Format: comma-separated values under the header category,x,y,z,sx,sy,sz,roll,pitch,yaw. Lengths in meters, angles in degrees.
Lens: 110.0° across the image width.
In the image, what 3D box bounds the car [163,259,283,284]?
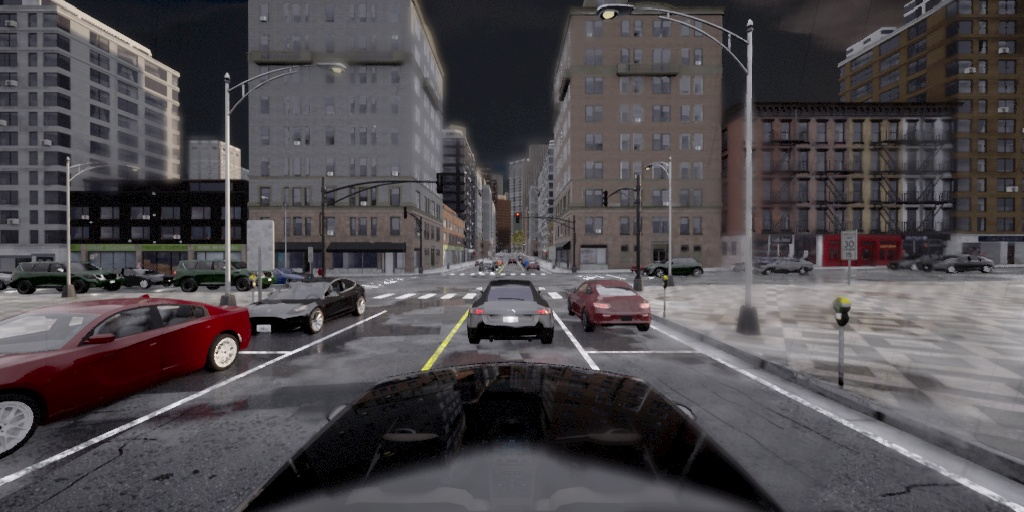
category,x,y,z,sx,sy,sz,roll,pitch,yaw
car,-18.434,1.222,23.115,5.566,2.045,2.150,-1,0,-2

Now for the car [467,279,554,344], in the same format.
category,x,y,z,sx,sy,sz,roll,pitch,yaw
car,-0.036,1.312,9.598,1.994,1.385,4.181,0,0,0

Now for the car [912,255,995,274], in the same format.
category,x,y,z,sx,sy,sz,roll,pitch,yaw
car,37.052,0.695,29.935,4.892,1.490,1.837,-1,0,0

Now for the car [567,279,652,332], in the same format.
category,x,y,z,sx,sy,sz,roll,pitch,yaw
car,2.717,1.329,10.596,1.802,1.307,4.207,0,0,0

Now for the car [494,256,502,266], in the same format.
category,x,y,z,sx,sy,sz,roll,pitch,yaw
car,-3.047,1.197,55.248,2.033,1.411,5.357,0,0,0

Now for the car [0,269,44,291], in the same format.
category,x,y,z,sx,sy,sz,roll,pitch,yaw
car,-37.950,1.751,26.363,4.674,1.442,1.812,-1,0,0

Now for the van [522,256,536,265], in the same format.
category,x,y,z,sx,sy,sz,roll,pitch,yaw
van,2.803,0.996,53.360,1.690,1.789,3.998,0,0,0

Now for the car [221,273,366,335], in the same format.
category,x,y,z,sx,sy,sz,roll,pitch,yaw
car,-5.808,1.313,10.551,1.948,1.339,4.313,0,0,0

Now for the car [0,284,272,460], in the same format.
category,x,y,z,sx,sy,sz,roll,pitch,yaw
car,-5.777,1.294,4.907,1.888,1.381,4.507,0,0,0

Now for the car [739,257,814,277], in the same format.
category,x,y,z,sx,sy,sz,roll,pitch,yaw
car,22.279,0.884,29.920,4.902,1.511,2.128,-1,0,0

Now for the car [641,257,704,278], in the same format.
category,x,y,z,sx,sy,sz,roll,pitch,yaw
car,13.327,0.874,29.902,4.553,1.767,2.097,-1,0,0

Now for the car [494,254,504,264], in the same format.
category,x,y,z,sx,sy,sz,roll,pitch,yaw
car,-2.980,0.965,65.157,2.097,1.767,4.553,0,0,1

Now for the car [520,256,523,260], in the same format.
category,x,y,z,sx,sy,sz,roll,pitch,yaw
car,2.837,1.199,64.468,1.802,1.307,4.207,0,0,0

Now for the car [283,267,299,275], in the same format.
category,x,y,z,sx,sy,sz,roll,pitch,yaw
car,-17.465,1.518,26.393,5.357,1.411,2.033,-1,0,0

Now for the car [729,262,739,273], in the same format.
category,x,y,z,sx,sy,sz,roll,pitch,yaw
car,22.776,0.862,33.170,4.902,1.511,2.128,-1,0,0

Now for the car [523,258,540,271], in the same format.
category,x,y,z,sx,sy,sz,roll,pitch,yaw
car,2.786,1.254,47.808,1.802,1.307,4.207,0,0,0

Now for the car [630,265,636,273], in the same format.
category,x,y,z,sx,sy,sz,roll,pitch,yaw
car,13.475,1.103,33.155,4.718,1.301,1.895,-1,0,0

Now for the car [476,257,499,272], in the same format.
category,x,y,z,sx,sy,sz,roll,pitch,yaw
car,-3.080,1.205,45.598,1.812,1.442,4.674,0,0,2

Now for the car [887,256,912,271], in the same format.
category,x,y,z,sx,sy,sz,roll,pitch,yaw
car,37.758,0.668,33.180,4.892,1.490,1.837,-2,0,0

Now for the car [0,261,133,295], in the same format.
category,x,y,z,sx,sy,sz,roll,pitch,yaw
car,-28.543,1.350,23.120,5.566,2.045,2.150,-1,0,0

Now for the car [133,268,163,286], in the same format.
category,x,y,z,sx,sy,sz,roll,pitch,yaw
car,-27.640,1.605,26.375,4.892,1.490,1.837,-1,0,0
